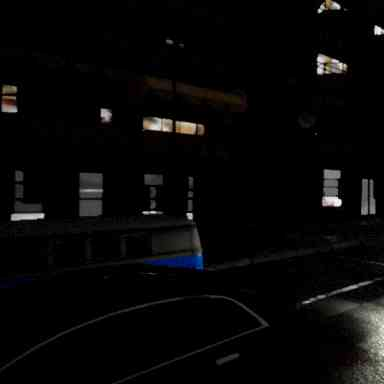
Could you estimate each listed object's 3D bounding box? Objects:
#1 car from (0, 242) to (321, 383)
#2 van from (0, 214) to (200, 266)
[{"bbox_3d":[-0.976,1.486,2.698,4.892,1.490,1.837,0,1,-34],"label":"car"},{"bbox_3d":[-1.708,1.301,5.312,3.998,1.788,1.690,-1,2,-34],"label":"van"}]
